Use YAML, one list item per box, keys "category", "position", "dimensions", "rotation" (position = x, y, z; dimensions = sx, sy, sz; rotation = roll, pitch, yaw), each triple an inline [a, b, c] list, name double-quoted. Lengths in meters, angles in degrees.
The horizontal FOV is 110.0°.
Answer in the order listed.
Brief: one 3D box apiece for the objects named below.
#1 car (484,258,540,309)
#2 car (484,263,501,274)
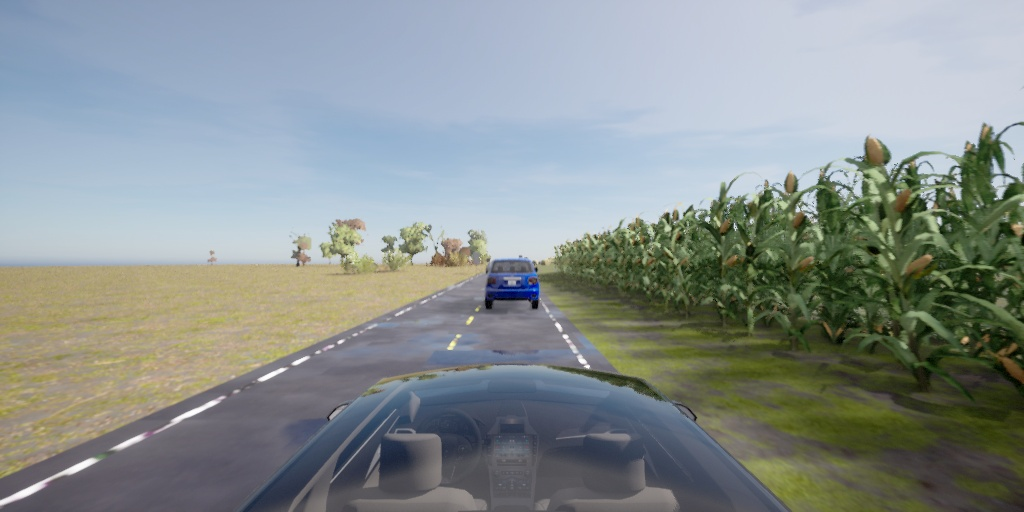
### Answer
- category: "car"
  position: [0.002, 1.104, 15.878]
  dimensions: [2.150, 2.045, 5.566]
  rotation: [0, 0, 0]
- category: "car"
  position: [-2.742, 1.751, 51.302]
  dimensions: [2.128, 1.511, 4.902]
  rotation: [0, -1, 0]
